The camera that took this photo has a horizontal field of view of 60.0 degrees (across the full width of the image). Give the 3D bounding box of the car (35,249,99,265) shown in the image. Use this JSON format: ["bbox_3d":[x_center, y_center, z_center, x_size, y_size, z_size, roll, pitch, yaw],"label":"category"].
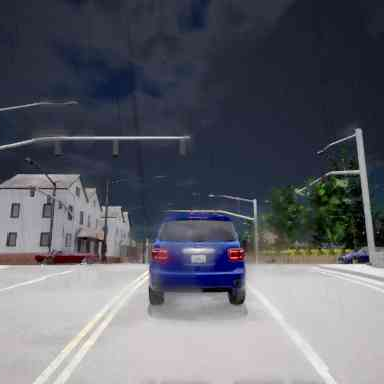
[{"bbox_3d":[-9.903,5.273,26.775,4.718,1.301,1.895,2,-13,-9],"label":"car"}]

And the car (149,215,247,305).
[{"bbox_3d":[0.077,1.762,9.313,2.150,2.045,5.566,0,-7,-1],"label":"car"}]

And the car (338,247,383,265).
[{"bbox_3d":[15.422,5.661,29.617,4.553,1.767,2.097,0,-12,1],"label":"car"}]
